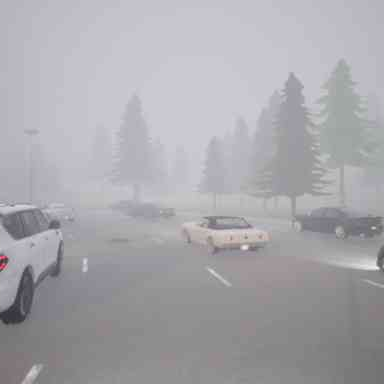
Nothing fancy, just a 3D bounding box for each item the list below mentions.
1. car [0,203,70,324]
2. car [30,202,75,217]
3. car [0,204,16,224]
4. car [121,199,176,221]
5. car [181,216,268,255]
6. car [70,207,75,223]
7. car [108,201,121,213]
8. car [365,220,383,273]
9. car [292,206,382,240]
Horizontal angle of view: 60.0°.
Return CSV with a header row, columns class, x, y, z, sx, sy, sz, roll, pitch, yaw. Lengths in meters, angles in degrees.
class,x,y,z,sx,sy,sz,roll,pitch,yaw
car,-4.264,1.253,7.138,2.150,2.045,5.566,0,0,-12
car,-13.864,1.722,32.972,4.718,1.301,1.895,0,0,35
car,-16.371,1.667,26.396,5.357,1.411,2.033,0,0,36
car,-3.624,1.616,28.515,2.033,1.411,5.357,0,0,-42
car,1.077,1.622,13.602,1.895,1.301,4.718,0,0,-20
car,-10.565,1.619,25.474,1.812,1.442,4.674,0,-1,-43
car,-7.283,1.605,36.933,4.892,1.490,1.837,0,-1,39
car,6.294,1.551,7.550,1.994,1.385,4.181,0,0,-9
car,7.288,1.479,17.245,1.882,1.535,5.008,0,0,-21
